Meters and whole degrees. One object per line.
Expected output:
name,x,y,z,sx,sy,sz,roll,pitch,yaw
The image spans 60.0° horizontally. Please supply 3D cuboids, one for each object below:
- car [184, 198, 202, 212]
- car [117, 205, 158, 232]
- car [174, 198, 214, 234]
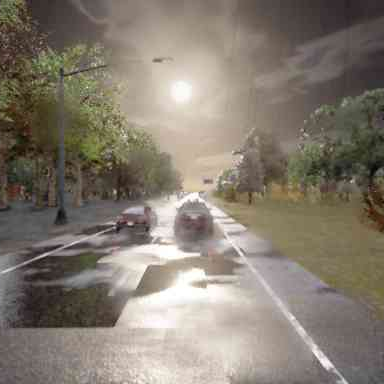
car,0.111,1.437,39.304,2.033,1.411,5.357,0,0,0
car,-3.153,1.469,19.643,1.812,1.442,4.674,0,0,2
car,0.108,1.297,18.932,2.097,1.767,4.553,0,0,0
